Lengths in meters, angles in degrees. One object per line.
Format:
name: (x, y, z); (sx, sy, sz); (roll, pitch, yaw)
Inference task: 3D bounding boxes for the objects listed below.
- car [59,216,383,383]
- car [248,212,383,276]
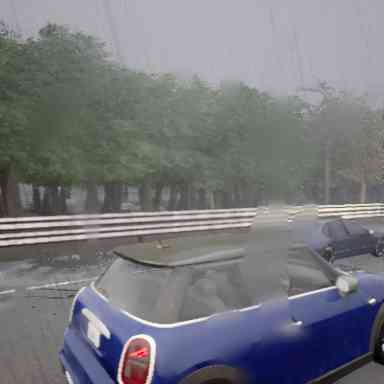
car: (0.827, 1.341, 4.297); (4.553, 1.767, 2.097); (0, 0, -35)
car: (4.547, 1.524, 11.154); (5.357, 1.411, 2.033); (0, 0, -34)
